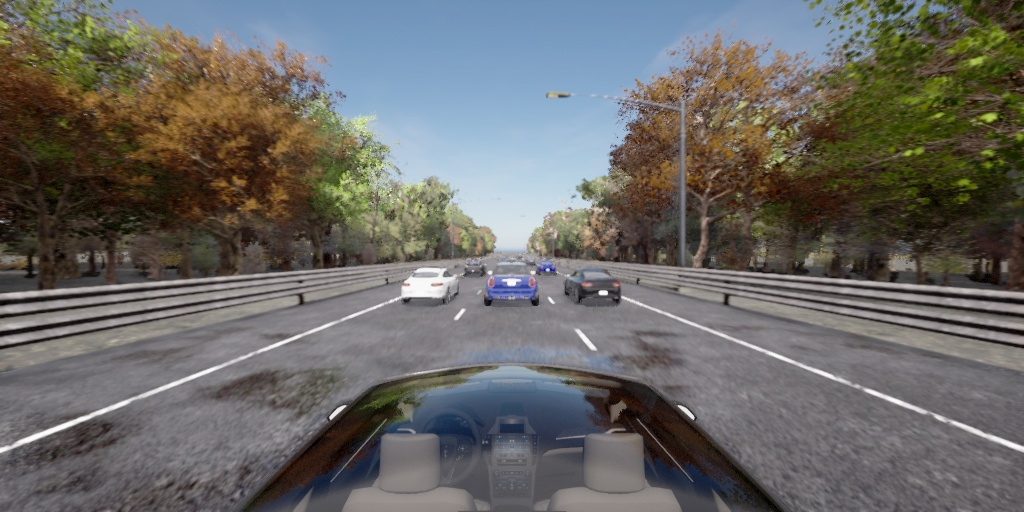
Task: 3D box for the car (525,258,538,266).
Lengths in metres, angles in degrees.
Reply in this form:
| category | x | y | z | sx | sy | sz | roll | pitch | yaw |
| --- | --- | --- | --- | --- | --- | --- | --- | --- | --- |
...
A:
| category | x | y | z | sx | sy | sz | roll | pitch | yaw |
| --- | --- | --- | --- | --- | --- | --- | --- | --- | --- |
| car | 3.439 | 1.105 | 65.034 | 2.033 | 1.411 | 5.357 | 0 | 0 | 0 |

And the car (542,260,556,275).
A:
| category | x | y | z | sx | sy | sz | roll | pitch | yaw |
| --- | --- | --- | --- | --- | --- | --- | --- | --- | --- |
| car | 3.465 | 1.179 | 37.038 | 1.812 | 1.442 | 4.674 | 0 | 0 | 0 |

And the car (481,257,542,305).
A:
| category | x | y | z | sx | sy | sz | roll | pitch | yaw |
| --- | --- | --- | --- | --- | --- | --- | --- | --- | --- |
| car | -0.015 | 1.067 | 15.871 | 2.097 | 1.767 | 4.553 | 0 | 0 | 0 |

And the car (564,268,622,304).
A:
| category | x | y | z | sx | sy | sz | roll | pitch | yaw |
| --- | --- | --- | --- | --- | --- | --- | --- | --- | --- |
| car | 3.483 | 1.238 | 15.971 | 1.812 | 1.442 | 4.674 | 0 | 0 | 0 |

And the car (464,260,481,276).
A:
| category | x | y | z | sx | sy | sz | roll | pitch | yaw |
| --- | --- | --- | --- | --- | --- | --- | --- | --- | --- |
| car | -3.534 | 1.158 | 35.040 | 2.128 | 1.511 | 4.902 | 0 | 0 | 0 |

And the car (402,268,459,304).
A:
| category | x | y | z | sx | sy | sz | roll | pitch | yaw |
| --- | --- | --- | --- | --- | --- | --- | --- | --- | --- |
| car | -3.517 | 1.245 | 15.965 | 1.812 | 1.442 | 4.674 | 0 | 0 | 0 |
